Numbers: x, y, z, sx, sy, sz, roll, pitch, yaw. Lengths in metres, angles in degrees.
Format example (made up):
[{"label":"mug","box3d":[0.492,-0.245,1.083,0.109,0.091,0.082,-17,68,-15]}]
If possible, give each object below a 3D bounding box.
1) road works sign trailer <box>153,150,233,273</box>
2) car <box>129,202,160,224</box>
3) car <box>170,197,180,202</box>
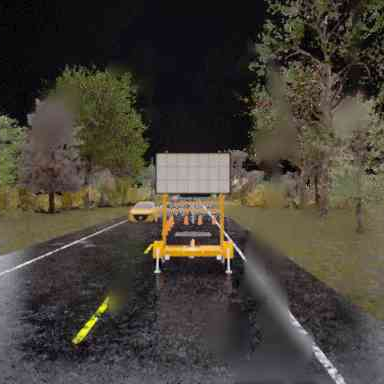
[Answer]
[{"label":"road works sign trailer","box3d":[0.037,0.469,10.689,2.380,3.560,2.880,0,0,0]},{"label":"car","box3d":[-3.525,1.497,25.352,1.882,1.535,5.008,0,0,0]},{"label":"car","box3d":[-3.323,1.638,66.170,1.812,1.442,4.674,0,0,1]}]
